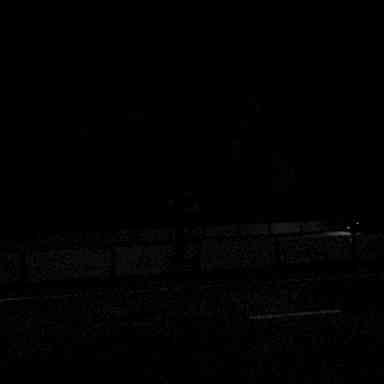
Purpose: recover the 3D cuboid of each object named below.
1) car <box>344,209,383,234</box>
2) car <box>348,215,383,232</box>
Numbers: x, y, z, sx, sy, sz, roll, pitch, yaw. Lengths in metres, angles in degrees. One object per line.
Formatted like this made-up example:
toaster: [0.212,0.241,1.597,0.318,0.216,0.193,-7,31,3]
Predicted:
car: [15.863,2.505,28.277,5.566,2.045,2.150,-3,-4,-6]
car: [17.774,2.971,31.963,4.674,1.442,1.812,-3,-4,-6]
